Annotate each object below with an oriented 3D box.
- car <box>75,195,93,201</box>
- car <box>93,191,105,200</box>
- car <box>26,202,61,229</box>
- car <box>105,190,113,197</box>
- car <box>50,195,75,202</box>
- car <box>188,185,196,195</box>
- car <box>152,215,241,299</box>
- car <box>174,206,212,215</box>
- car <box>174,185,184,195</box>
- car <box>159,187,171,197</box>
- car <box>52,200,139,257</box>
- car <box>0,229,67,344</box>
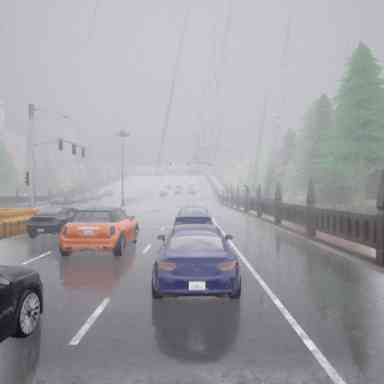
[{"bbox_3d":[-21.151,1.489,63.161,2.033,1.411,5.357,0,1,0],"label":"car"},{"bbox_3d":[-21.134,1.129,72.896,1.994,1.385,4.181,0,3,0],"label":"car"},{"bbox_3d":[-6.938,1.501,17.670,1.837,1.490,4.892,0,0,0],"label":"car"},{"bbox_3d":[-21.098,0.277,83.124,2.128,1.511,4.902,0,6,0],"label":"car"},{"bbox_3d":[-21.183,1.336,53.776,2.097,1.767,4.553,0,0,0],"label":"car"},{"bbox_3d":[-0.087,-0.093,86.000,1.882,1.535,5.008,0,7,0],"label":"car"},{"bbox_3d":[0.084,1.523,8.292,1.812,1.442,4.674,0,0,0],"label":"car"},{"bbox_3d":[0.064,1.473,17.832,1.882,1.535,5.008,0,0,0],"label":"car"},{"bbox_3d":[-3.587,-0.071,86.013,1.837,1.490,4.892,0,7,0],"label":"car"},{"bbox_3d":[-7.098,0.310,82.926,2.033,1.411,5.357,0,7,0],"label":"car"},{"bbox_3d":[-3.427,1.348,13.110,2.097,1.767,4.553,0,0,0],"label":"car"},{"bbox_3d":[-3.409,1.490,3.697,2.128,1.511,4.902,0,0,0],"label":"car"}]
